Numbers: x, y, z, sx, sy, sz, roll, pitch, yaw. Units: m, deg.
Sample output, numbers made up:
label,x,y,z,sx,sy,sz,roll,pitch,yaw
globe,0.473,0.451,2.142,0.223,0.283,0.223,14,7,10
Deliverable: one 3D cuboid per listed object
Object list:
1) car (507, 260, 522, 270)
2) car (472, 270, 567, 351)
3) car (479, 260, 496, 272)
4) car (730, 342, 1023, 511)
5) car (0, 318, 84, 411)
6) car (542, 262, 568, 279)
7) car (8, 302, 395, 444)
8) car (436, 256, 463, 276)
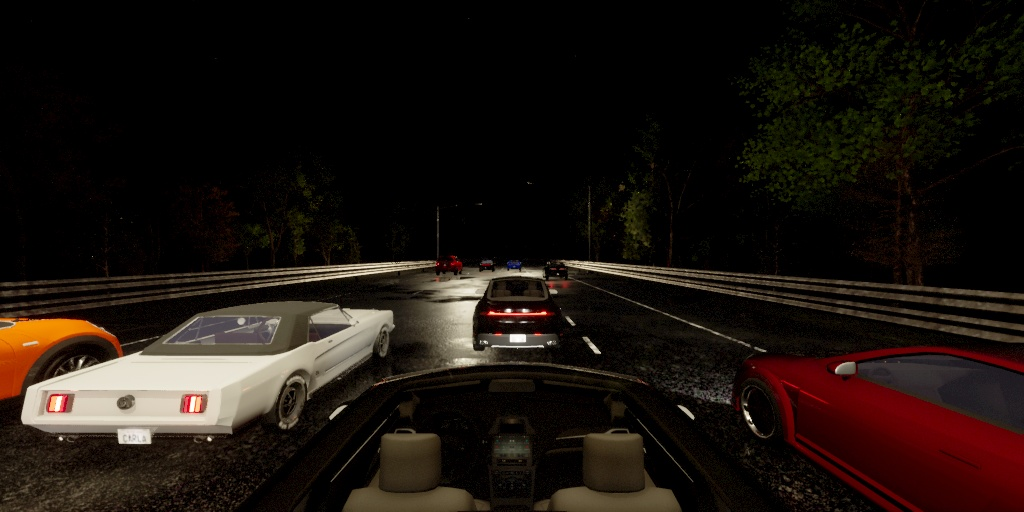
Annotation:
label,x,y,z,sx,sy,sz,roll,pitch,yaw
car,0.317,1.279,50.251,1.882,1.535,5.008,0,0,0
car,0.122,1.255,8.956,1.837,1.490,4.892,0,0,0
car,-3.198,1.286,46.610,2.128,1.511,4.902,0,0,0
car,3.601,1.314,2.578,1.994,1.385,4.181,0,0,0
car,-6.919,1.102,3.473,2.097,1.767,4.553,0,0,1
car,3.733,1.264,31.460,2.128,1.511,4.902,0,0,0
car,-3.401,1.350,5.474,1.895,1.301,4.718,0,0,0
car,-6.736,1.006,38.707,2.150,2.045,5.566,0,0,0
